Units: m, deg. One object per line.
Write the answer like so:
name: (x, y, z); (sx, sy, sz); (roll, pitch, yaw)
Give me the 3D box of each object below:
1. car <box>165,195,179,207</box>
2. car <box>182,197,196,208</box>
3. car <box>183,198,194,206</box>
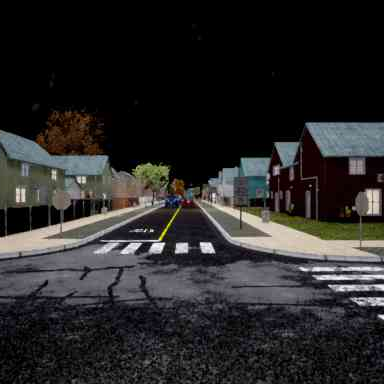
car: (-3.324, 1.454, 55.764); (2.150, 2.045, 5.566); (0, 0, -1)
car: (-0.532, 1.550, 51.620); (2.097, 1.767, 4.553); (0, 0, -1)
car: (-0.635, 1.798, 61.652); (1.812, 1.442, 4.674); (0, 0, -1)
